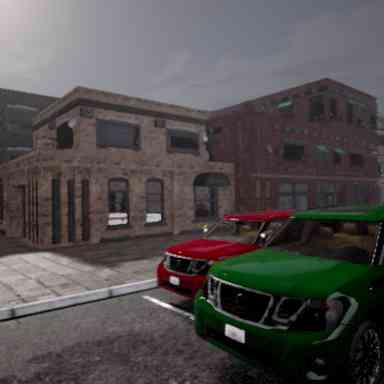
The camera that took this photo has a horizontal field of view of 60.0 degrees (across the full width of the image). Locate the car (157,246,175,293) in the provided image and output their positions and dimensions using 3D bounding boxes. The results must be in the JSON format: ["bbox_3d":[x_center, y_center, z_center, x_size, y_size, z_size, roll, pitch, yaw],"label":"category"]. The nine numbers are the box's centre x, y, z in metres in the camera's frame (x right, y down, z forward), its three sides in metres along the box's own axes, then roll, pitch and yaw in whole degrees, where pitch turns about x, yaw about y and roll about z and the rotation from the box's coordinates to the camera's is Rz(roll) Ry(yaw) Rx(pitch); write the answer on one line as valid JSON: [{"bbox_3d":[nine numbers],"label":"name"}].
[{"bbox_3d":[1.607,1.416,8.089,5.009,1.841,2.192,0,-2,-39],"label":"car"}]

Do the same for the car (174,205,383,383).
[{"bbox_3d":[2.628,1.282,5.577,5.566,2.045,2.150,0,-1,-39],"label":"car"}]
